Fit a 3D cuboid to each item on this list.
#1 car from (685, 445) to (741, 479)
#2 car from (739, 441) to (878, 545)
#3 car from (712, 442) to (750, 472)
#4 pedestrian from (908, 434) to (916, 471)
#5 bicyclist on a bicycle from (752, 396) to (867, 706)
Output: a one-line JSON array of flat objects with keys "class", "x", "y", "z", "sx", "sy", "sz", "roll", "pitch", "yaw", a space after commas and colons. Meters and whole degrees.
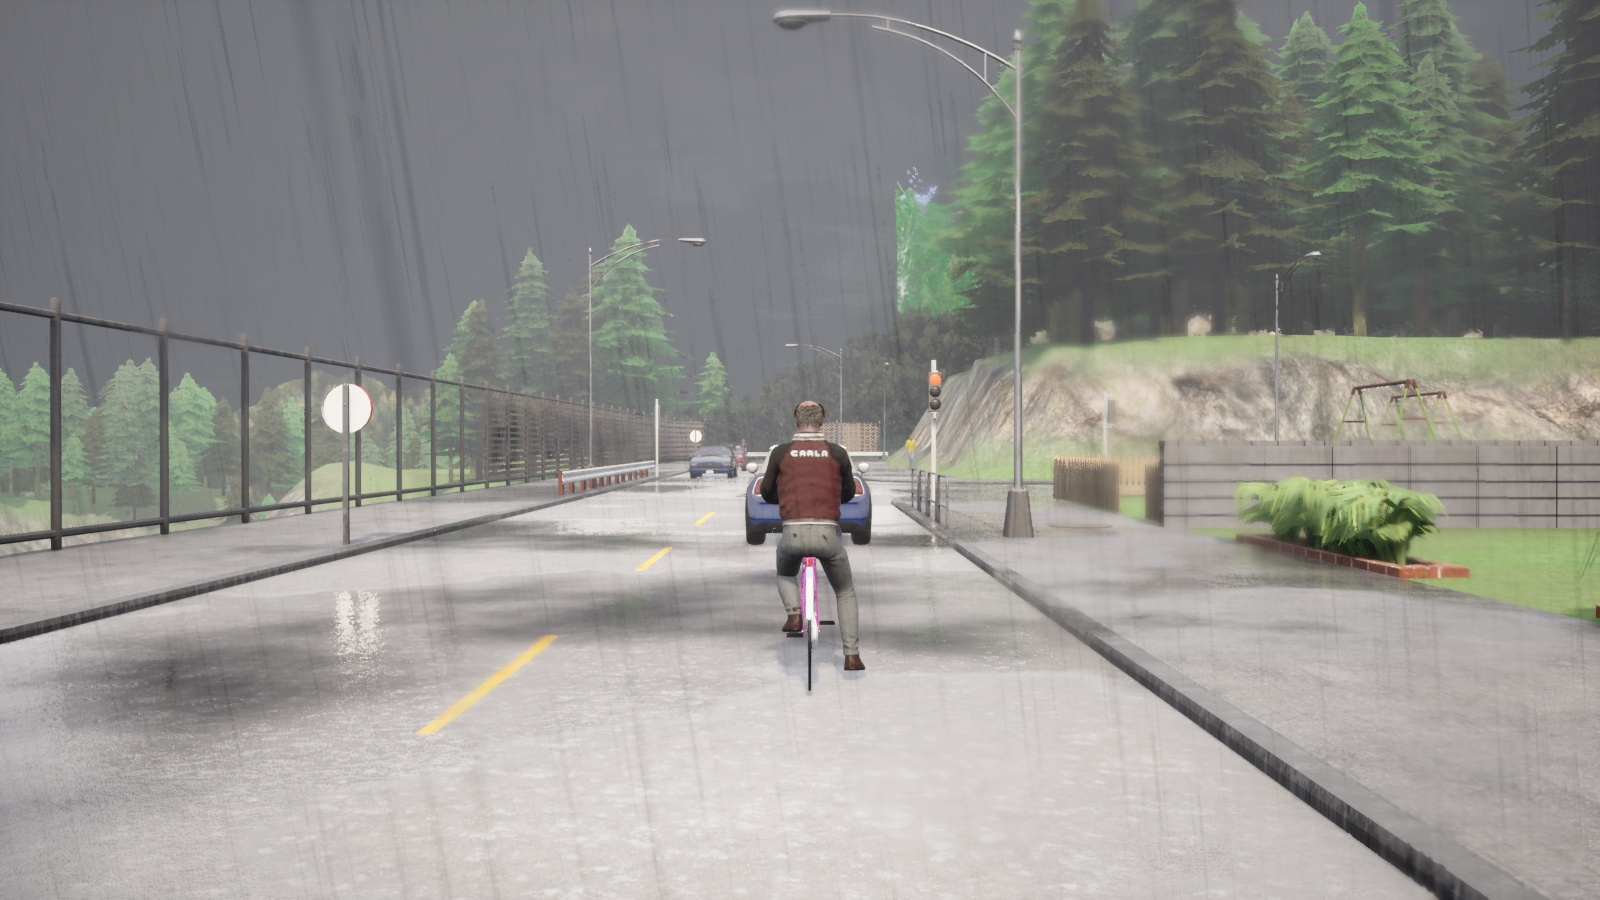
[{"class": "car", "x": -3.686, "y": 0.486, "z": 54.081, "sx": 2.033, "sy": 1.411, "sz": 5.357, "roll": 0, "pitch": 0, "yaw": 0}, {"class": "car", "x": 0.125, "y": 0.600, "z": 19.747, "sx": 1.970, "sy": 1.475, "sz": 3.806, "roll": 0, "pitch": 0, "yaw": 0}, {"class": "car", "x": -3.620, "y": 0.352, "z": 66.097, "sx": 1.789, "sy": 1.549, "sz": 3.705, "roll": 0, "pitch": 0, "yaw": 0}, {"class": "pedestrian", "x": 5.636, "y": 0.105, "z": 63.109, "sx": 0.354, "sy": 1.836, "sz": 0.706, "roll": 0, "pitch": 0, "yaw": 1}, {"class": "bicyclist on a bicycle", "x": 0.060, "y": 0.571, "z": 8.119, "sx": 0.659, "sy": 1.776, "sz": 1.843, "roll": 0, "pitch": 1, "yaw": 0}]
